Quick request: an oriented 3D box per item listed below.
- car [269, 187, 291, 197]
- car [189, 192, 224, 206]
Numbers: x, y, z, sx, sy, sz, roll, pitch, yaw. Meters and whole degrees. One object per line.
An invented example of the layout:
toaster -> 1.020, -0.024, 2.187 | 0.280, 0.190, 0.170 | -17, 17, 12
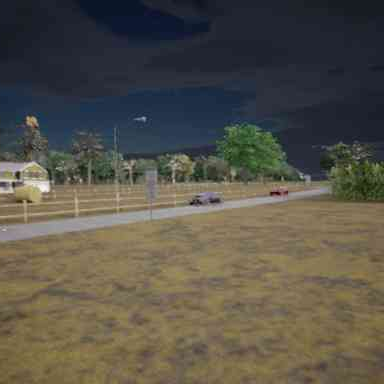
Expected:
car -> 13.326, -0.020, 50.286 | 1.895, 1.301, 4.718 | -2, 1, 35
car -> 1.511, 0.689, 33.836 | 1.994, 1.385, 4.181 | -2, 1, 35
